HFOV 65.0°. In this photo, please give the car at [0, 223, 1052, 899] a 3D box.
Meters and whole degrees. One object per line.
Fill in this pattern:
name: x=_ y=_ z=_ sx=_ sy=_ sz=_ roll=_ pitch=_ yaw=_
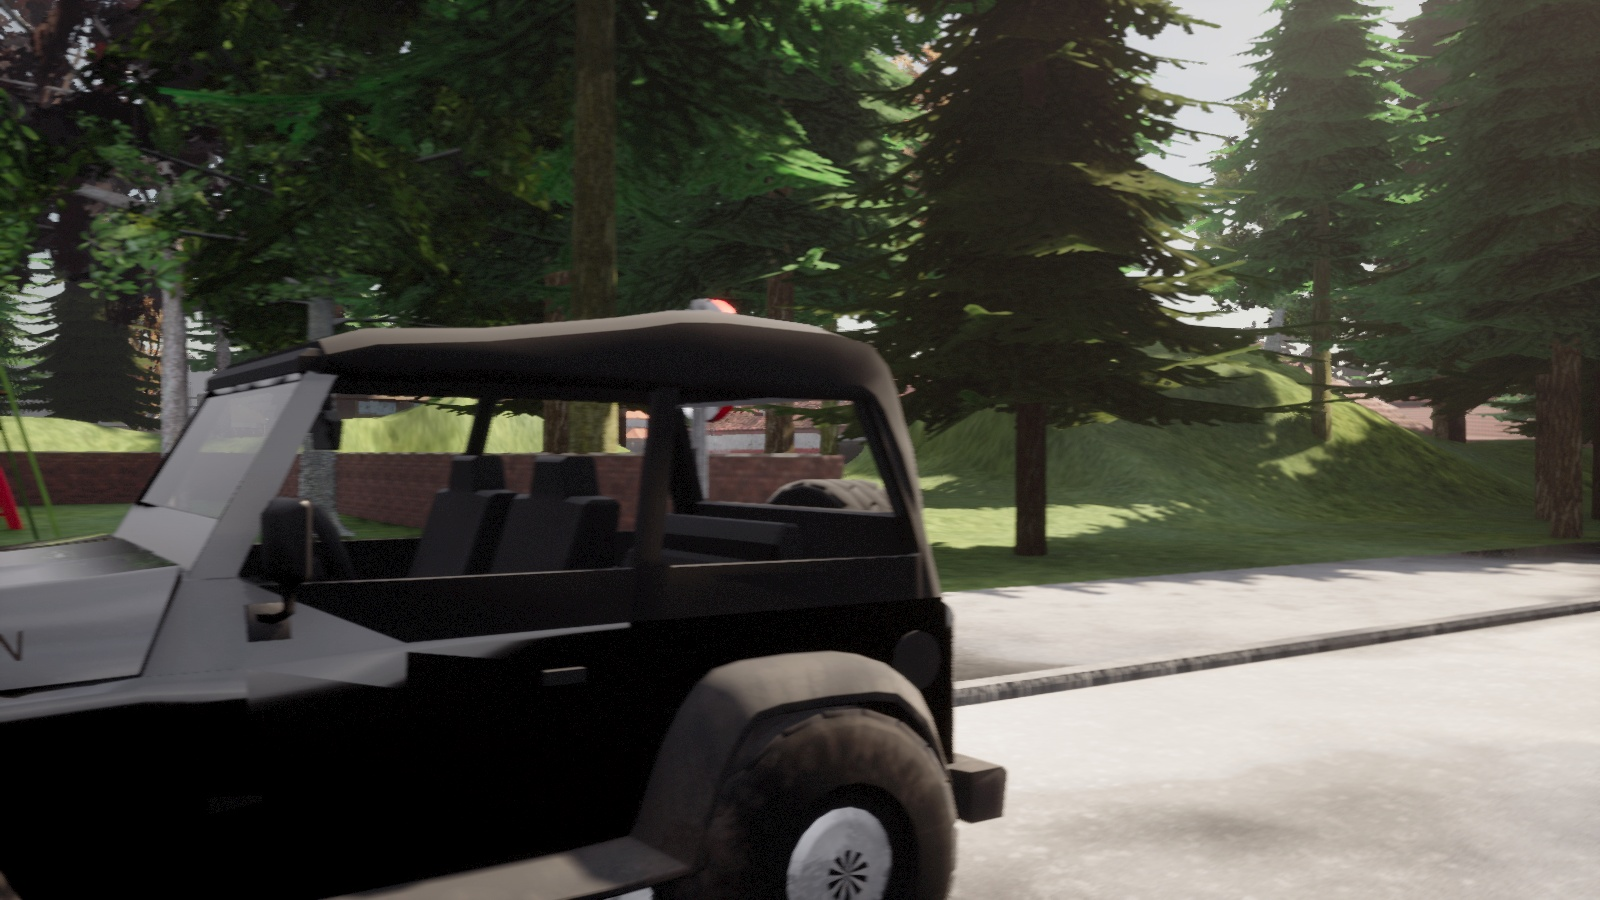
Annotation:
car: x=-1.404 y=0.554 z=3.290 sx=3.866 sy=1.878 sz=1.905 roll=0 pitch=0 yaw=-35
